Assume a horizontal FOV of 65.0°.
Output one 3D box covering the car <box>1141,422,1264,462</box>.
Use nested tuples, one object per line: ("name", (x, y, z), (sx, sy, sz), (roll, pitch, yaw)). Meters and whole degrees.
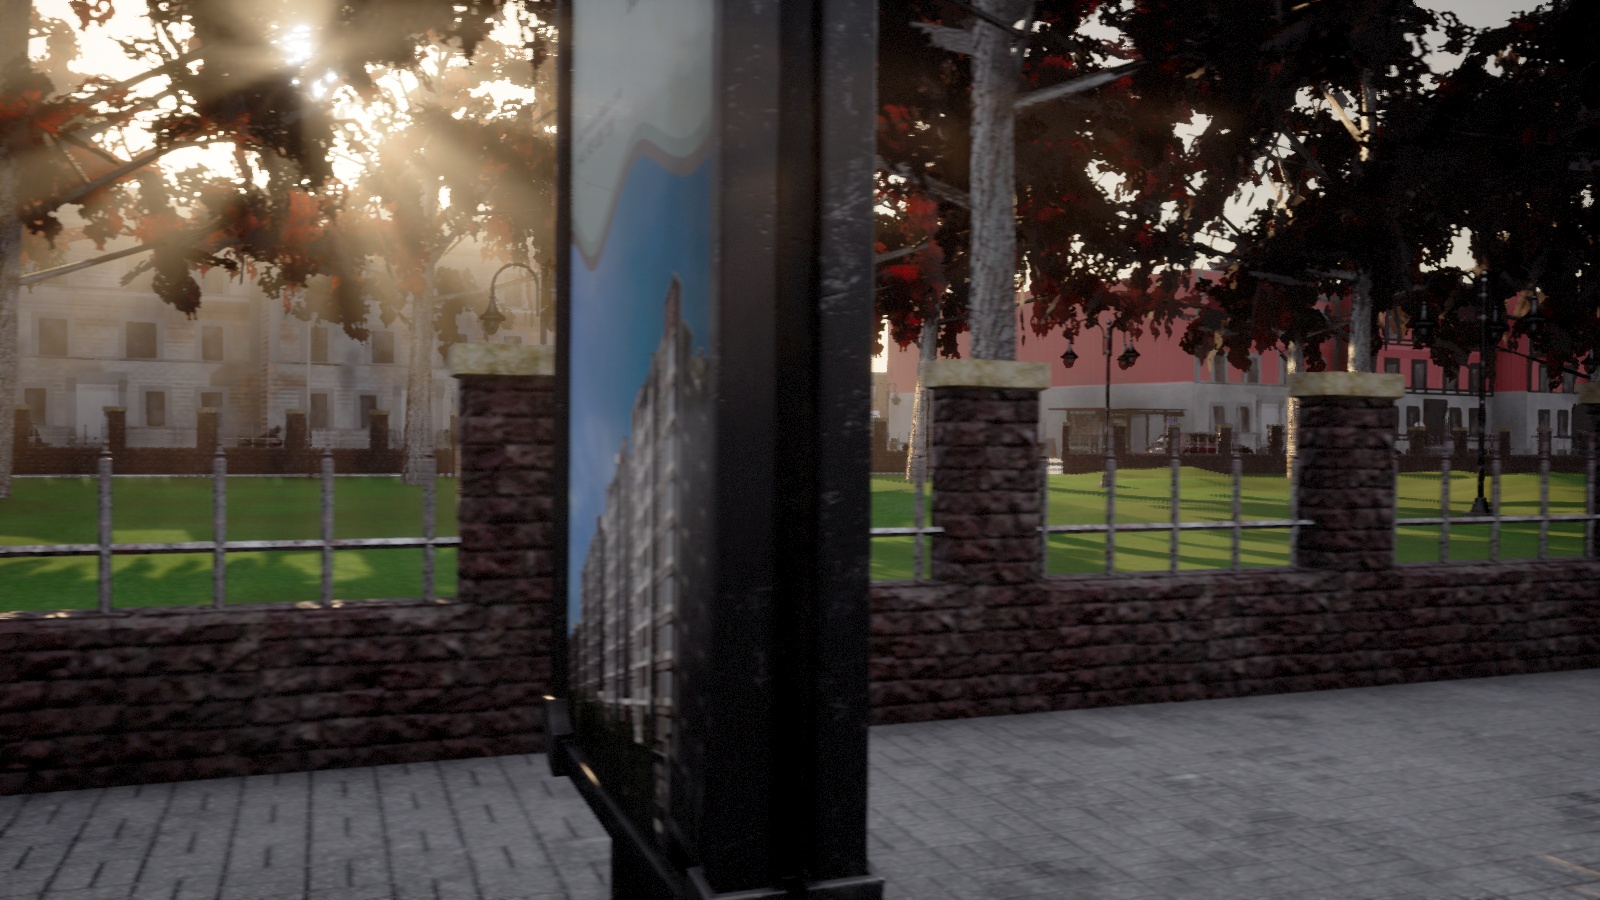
("car", (17.500, -0.349, 54.586), (4.856, 1.649, 2.033), (-1, 1, -21))

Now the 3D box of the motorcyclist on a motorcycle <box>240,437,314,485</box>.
("motorcyclist on a motorcycle", (-17.209, 0.346, 41.386), (2.191, 1.530, 0.866), (-1, 1, -21))
